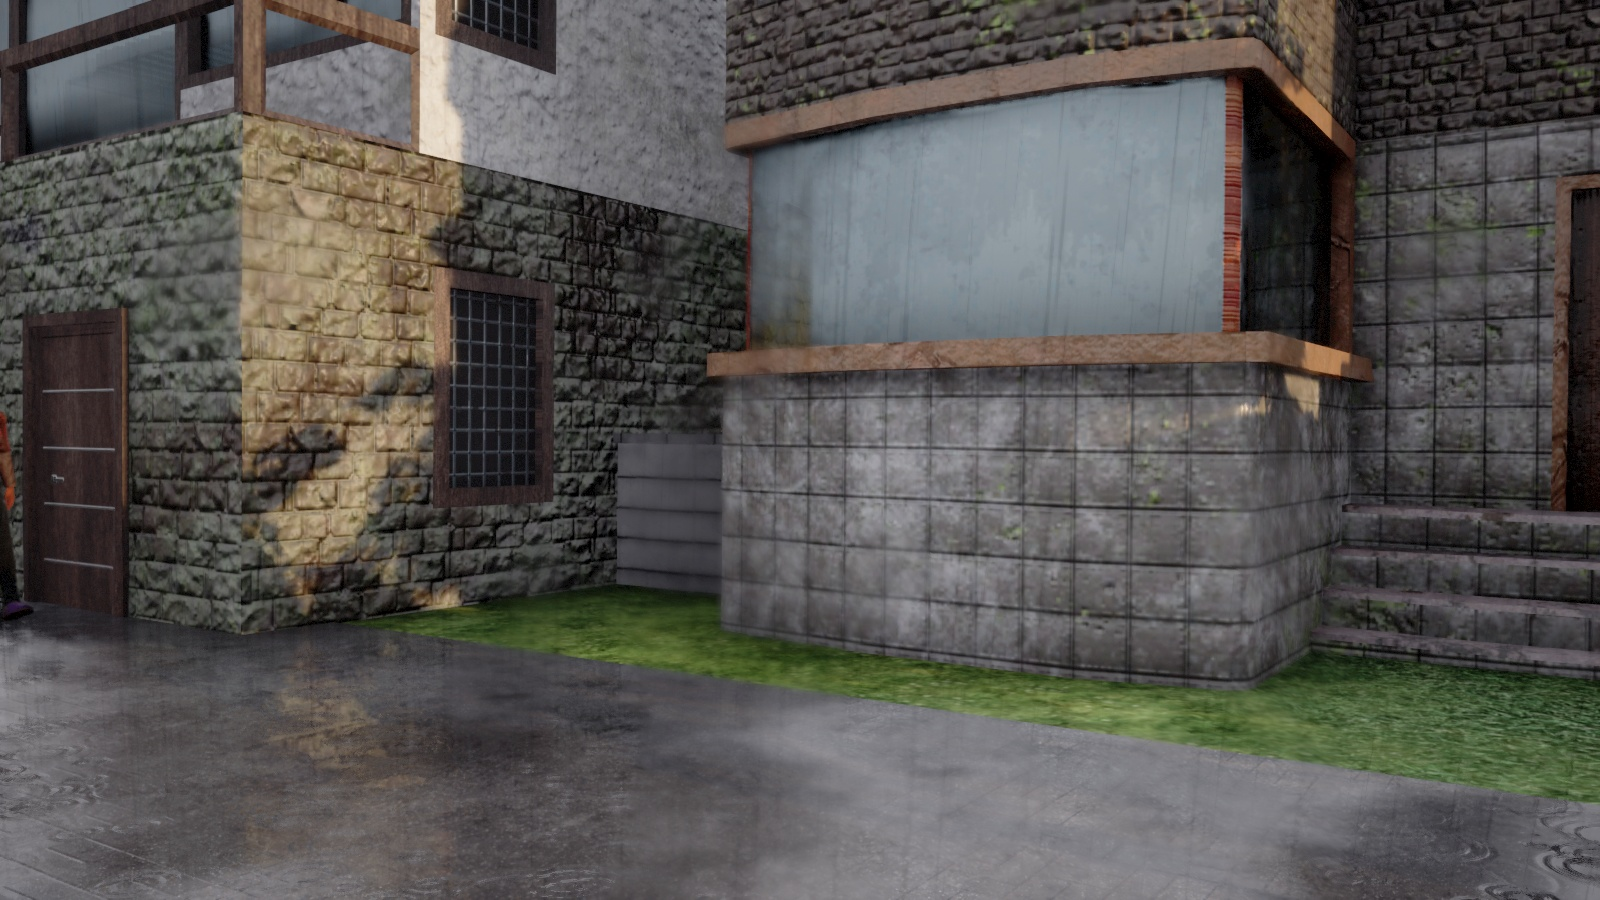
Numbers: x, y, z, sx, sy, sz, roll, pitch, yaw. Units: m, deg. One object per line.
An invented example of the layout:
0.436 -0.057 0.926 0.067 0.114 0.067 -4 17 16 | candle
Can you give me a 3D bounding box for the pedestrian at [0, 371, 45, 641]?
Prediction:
-5.645 0.373 8.715 0.869 1.805 0.328 0 1 34 | pedestrian
